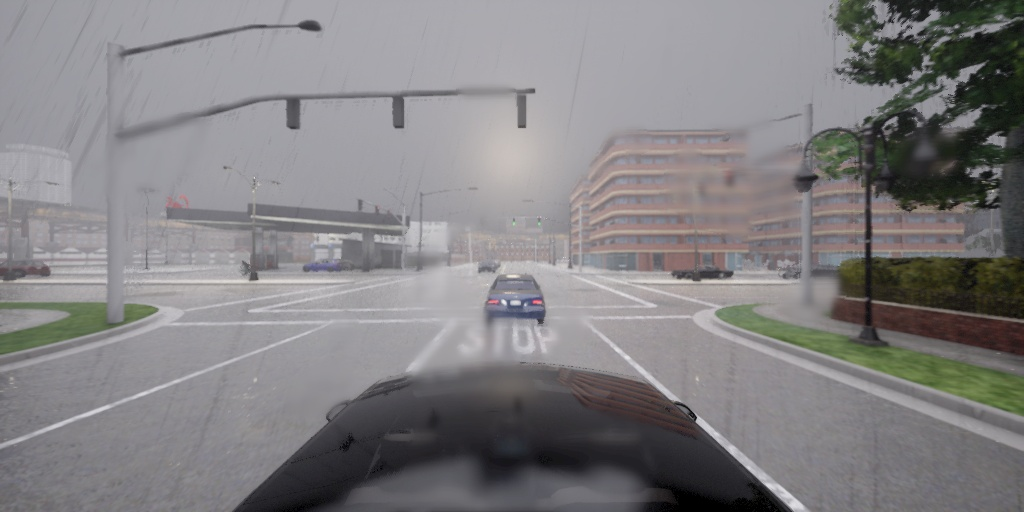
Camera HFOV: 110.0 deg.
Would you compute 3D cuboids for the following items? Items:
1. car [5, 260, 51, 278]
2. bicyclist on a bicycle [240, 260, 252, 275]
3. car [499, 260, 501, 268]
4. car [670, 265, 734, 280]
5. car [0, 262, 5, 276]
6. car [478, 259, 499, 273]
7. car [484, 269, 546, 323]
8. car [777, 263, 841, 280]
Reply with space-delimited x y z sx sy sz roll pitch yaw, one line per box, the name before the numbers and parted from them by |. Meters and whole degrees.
car | -48.040 1.192 34.804 4.553 1.767 2.097 0 0 0
bicyclist on a bicycle | -29.057 1.283 39.107 0.582 1.620 1.656 -10 5 0
car | -3.210 1.461 55.121 1.994 1.385 4.181 0 0 0
car | 16.296 1.432 30.926 4.718 1.301 1.895 0 0 -3
car | -48.097 1.356 31.304 4.674 1.442 1.812 0 0 0
car | -3.149 1.223 45.619 2.097 1.767 4.553 0 0 0
car | 0.107 1.327 12.252 2.033 1.411 5.357 0 0 0
car | 25.633 1.321 30.832 4.902 1.511 2.128 0 0 1
